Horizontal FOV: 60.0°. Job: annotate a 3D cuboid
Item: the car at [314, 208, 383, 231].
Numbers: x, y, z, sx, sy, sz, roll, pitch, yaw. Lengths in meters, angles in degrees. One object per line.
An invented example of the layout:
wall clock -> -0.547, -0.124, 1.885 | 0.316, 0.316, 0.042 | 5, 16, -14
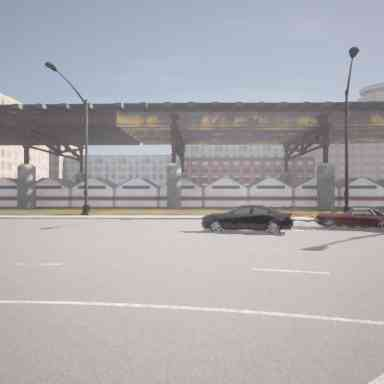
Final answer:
car -> 9.942, 1.598, 20.177 | 4.718, 1.301, 1.895 | 0, 0, 19

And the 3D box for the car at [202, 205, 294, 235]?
car -> 3.054, 1.476, 18.517 | 5.008, 1.535, 1.882 | 0, -1, 12
